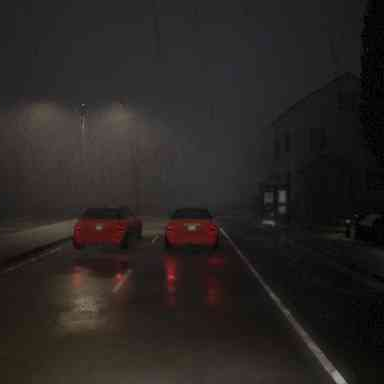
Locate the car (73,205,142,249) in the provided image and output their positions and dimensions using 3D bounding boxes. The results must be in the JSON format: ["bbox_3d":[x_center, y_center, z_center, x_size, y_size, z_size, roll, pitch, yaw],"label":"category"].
[{"bbox_3d":[-3.500,1.366,14.620,2.097,1.767,4.553,0,0,0],"label":"car"}]

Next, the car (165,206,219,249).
[{"bbox_3d":[0.000,1.366,14.620,2.097,1.767,4.553,0,0,0],"label":"car"}]
